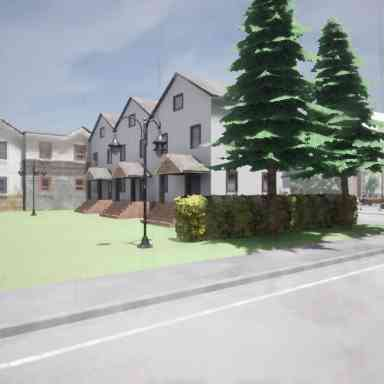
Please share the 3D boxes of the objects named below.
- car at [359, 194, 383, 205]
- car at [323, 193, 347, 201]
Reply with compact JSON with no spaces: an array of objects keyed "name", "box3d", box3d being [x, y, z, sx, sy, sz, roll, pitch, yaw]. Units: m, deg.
[{"name":"car","box3d":[27.271,1.097,49.273,1.932,1.855,4.605,0,0,-36]},{"name":"car","box3d":[32.140,1.097,74.727,1.932,1.855,4.605,0,0,-36]}]
